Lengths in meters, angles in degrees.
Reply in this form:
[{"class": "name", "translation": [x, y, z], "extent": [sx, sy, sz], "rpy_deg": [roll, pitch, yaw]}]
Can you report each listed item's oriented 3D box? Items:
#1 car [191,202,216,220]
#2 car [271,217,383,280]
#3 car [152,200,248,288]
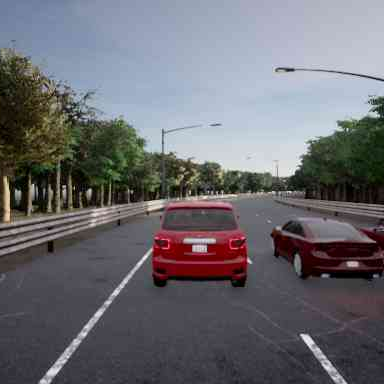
[{"class": "car", "translation": [1.084, 1.613, 29.065], "extent": [1.994, 1.385, 4.181], "rpy_deg": [0, 0, 4]}, {"class": "car", "translation": [3.732, 1.494, 10.091], "extent": [1.882, 1.535, 5.008], "rpy_deg": [0, 0, 1]}, {"class": "car", "translation": [0.209, 1.238, 9.456], "extent": [2.150, 2.045, 5.566], "rpy_deg": [0, 0, 1]}]
